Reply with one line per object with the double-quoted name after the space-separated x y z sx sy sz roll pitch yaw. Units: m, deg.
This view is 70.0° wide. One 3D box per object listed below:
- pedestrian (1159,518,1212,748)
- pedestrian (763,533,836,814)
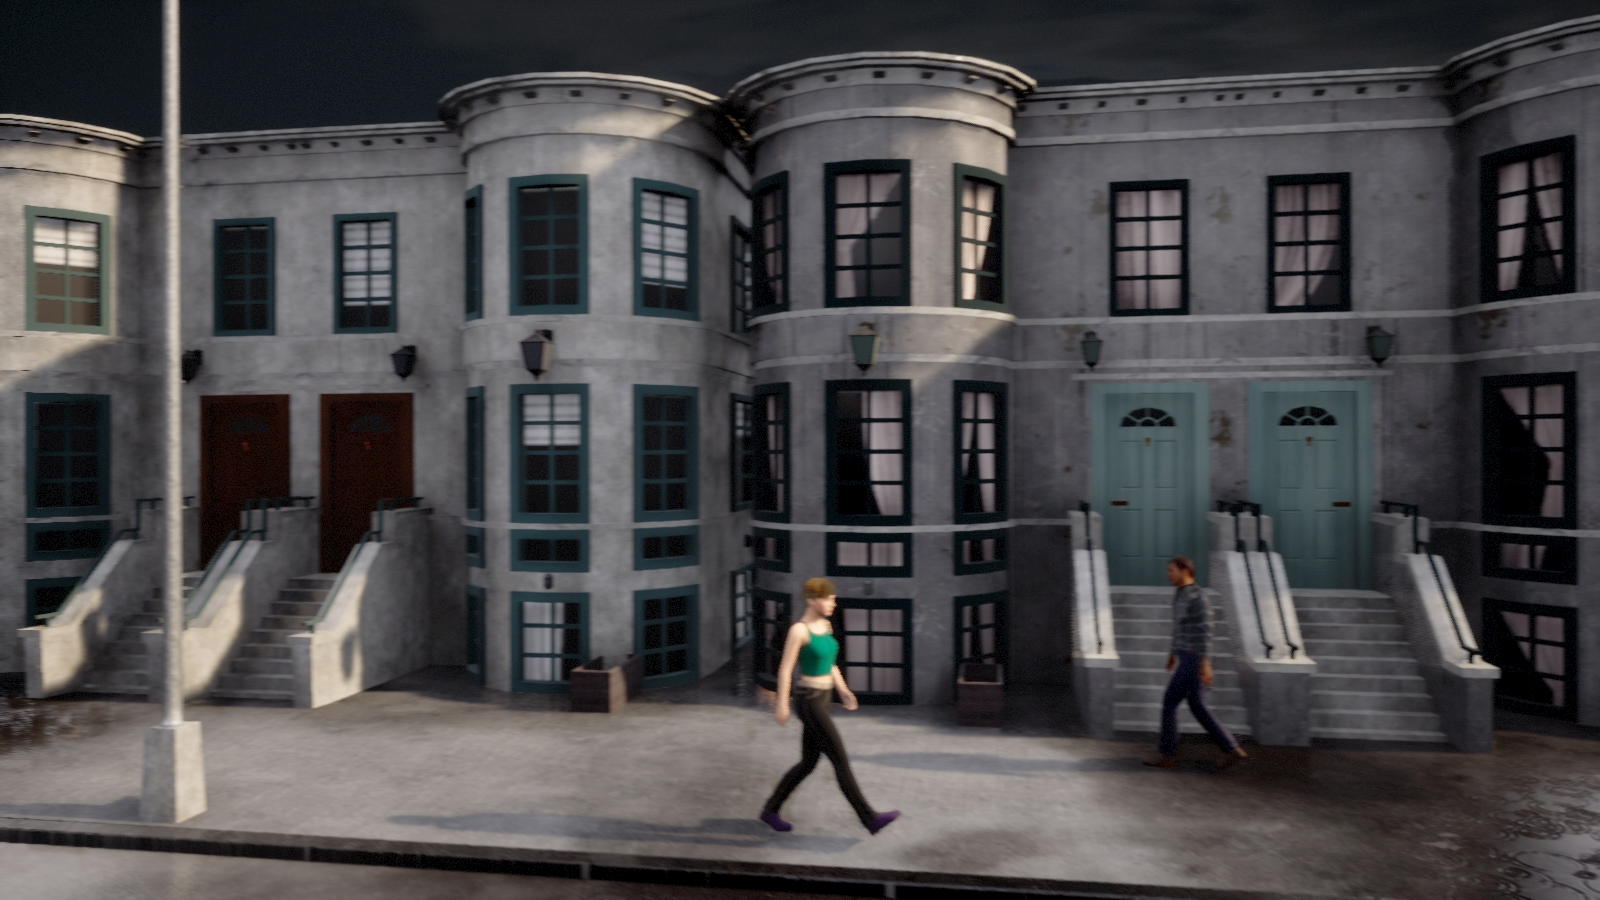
3.230 1.517 9.586 0.375 1.860 0.375 0 0 11 "pedestrian"
-0.003 1.527 7.968 0.375 1.860 0.375 0 0 26 "pedestrian"
